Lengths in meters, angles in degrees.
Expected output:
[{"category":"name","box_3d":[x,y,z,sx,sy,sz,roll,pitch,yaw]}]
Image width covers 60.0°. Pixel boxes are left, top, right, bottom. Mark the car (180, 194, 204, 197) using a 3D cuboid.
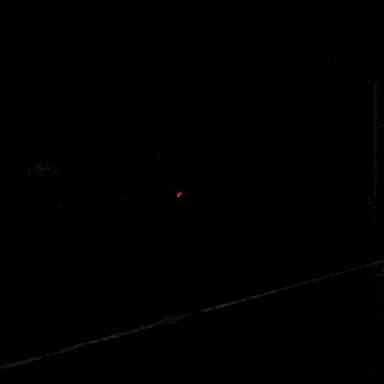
[{"category":"car","box_3d":[0.562,1.207,36.814,2.150,2.045,5.566,0,0,-37]}]
